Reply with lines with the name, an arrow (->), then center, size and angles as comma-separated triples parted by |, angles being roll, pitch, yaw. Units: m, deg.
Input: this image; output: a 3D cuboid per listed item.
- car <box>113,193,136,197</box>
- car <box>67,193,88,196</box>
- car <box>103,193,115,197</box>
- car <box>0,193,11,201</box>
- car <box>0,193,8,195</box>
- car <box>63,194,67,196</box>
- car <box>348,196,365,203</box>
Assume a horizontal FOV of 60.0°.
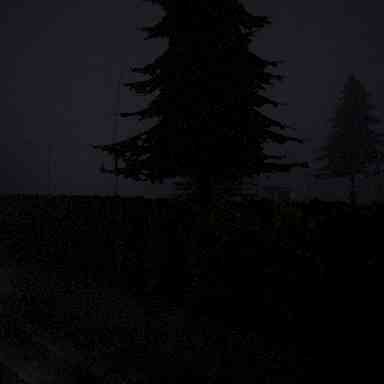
car -> -10.306, 1.384, 54.272 | 3.806, 1.475, 1.970 | 0, 0, -45
car -> -27.175, 1.154, 81.593 | 5.027, 1.636, 2.152 | 0, 0, -45
car -> -15.867, 1.097, 70.694 | 4.605, 1.855, 1.932 | 0, 0, -45
car -> -41.765, 1.097, 71.634 | 4.605, 1.855, 1.932 | 0, 0, -45
car -> -23.711, 1.330, 41.282 | 5.027, 1.636, 2.152 | 0, 0, -45
car -> -31.908, 1.232, 85.939 | 3.806, 1.475, 1.970 | 0, 0, -45
car -> 34.918, 1.540, 70.619 | 2.033, 1.411, 5.357 | 0, 0, 45
